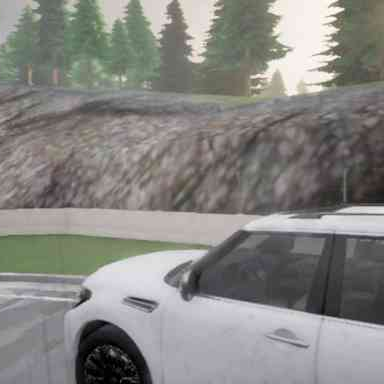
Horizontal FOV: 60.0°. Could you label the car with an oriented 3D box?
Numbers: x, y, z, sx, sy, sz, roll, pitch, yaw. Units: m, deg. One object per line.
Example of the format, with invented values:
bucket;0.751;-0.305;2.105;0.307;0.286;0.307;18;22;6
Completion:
car;1.273;1.132;2.935;5.566;2.045;2.150;0;1;34
